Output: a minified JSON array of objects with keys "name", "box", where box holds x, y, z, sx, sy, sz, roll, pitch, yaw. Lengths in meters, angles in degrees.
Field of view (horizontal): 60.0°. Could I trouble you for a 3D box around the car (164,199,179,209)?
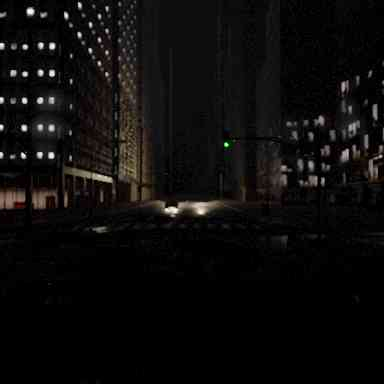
[{"name":"car","box":[-3.066,1.813,50.957,1.994,1.385,4.181,0,0,0]}]
